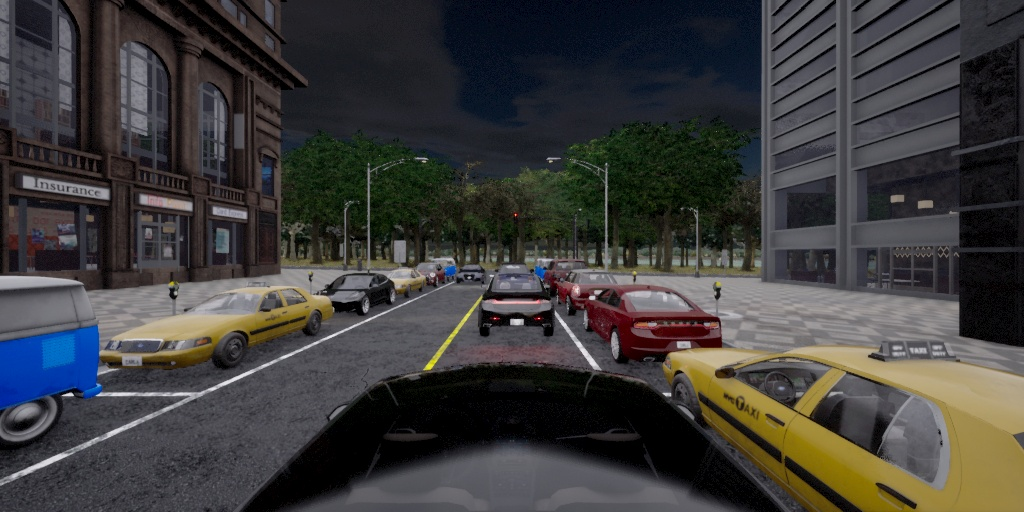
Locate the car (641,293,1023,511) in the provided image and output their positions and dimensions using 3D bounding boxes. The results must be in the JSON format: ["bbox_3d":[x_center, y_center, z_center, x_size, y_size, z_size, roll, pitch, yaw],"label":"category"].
[{"bbox_3d":[2.763,1.275,2.734,1.751,1.417,4.829,0,0,0],"label":"car"}]

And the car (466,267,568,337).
[{"bbox_3d":[0.114,1.242,10.316,2.128,1.511,4.902,0,0,0],"label":"car"}]

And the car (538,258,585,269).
[{"bbox_3d":[2.789,1.066,18.877,2.192,1.841,5.009,0,0,0],"label":"car"}]

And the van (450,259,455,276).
[{"bbox_3d":[-5.719,1.094,29.765,1.690,1.789,3.998,0,0,0],"label":"van"}]

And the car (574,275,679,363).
[{"bbox_3d":[2.772,1.295,8.002,1.888,1.381,4.507,0,0,0],"label":"car"}]

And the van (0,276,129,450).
[{"bbox_3d":[-5.762,1.091,2.578,1.690,1.789,3.998,0,0,0],"label":"van"}]

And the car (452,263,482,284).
[{"bbox_3d":[-2.964,1.320,26.845,1.994,1.385,4.181,0,0,0],"label":"car"}]

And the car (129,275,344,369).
[{"bbox_3d":[-5.754,1.275,7.845,1.751,1.417,4.829,0,0,0],"label":"car"}]

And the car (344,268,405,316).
[{"bbox_3d":[-5.745,1.316,13.452,1.948,1.339,4.313,0,0,0],"label":"car"}]

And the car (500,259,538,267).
[{"bbox_3d":[0.128,1.103,19.281,2.097,1.767,4.553,0,0,1],"label":"car"}]

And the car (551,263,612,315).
[{"bbox_3d":[2.780,1.190,13.439,1.967,1.591,4.097,0,0,0],"label":"car"}]

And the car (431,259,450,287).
[{"bbox_3d":[-5.728,1.192,24.327,1.967,1.591,4.097,0,0,0],"label":"car"}]

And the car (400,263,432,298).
[{"bbox_3d":[-5.737,1.277,18.720,1.751,1.417,4.829,0,0,0],"label":"car"}]
